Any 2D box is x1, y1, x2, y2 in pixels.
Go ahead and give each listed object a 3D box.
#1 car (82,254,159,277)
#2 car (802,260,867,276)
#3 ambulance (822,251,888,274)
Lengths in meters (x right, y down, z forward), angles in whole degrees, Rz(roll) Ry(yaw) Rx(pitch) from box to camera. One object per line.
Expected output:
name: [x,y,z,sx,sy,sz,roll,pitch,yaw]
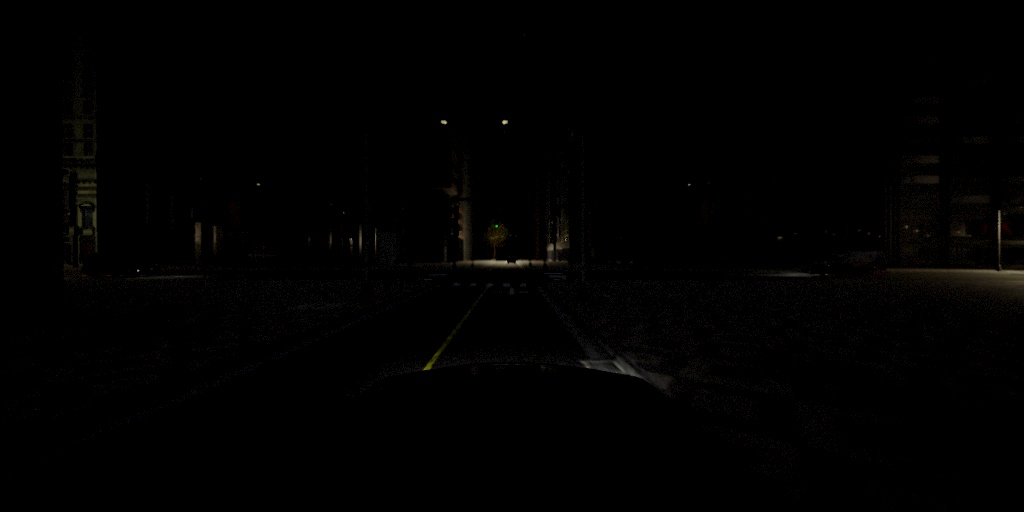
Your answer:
car: [-35.969,0.870,33.020,5.566,2.045,2.150,0,0,0]
car: [32.297,1.293,36.237,4.718,1.301,1.895,0,0,0]
ambulance: [37.041,0.713,39.384,6.366,2.431,2.351,0,0,0]
